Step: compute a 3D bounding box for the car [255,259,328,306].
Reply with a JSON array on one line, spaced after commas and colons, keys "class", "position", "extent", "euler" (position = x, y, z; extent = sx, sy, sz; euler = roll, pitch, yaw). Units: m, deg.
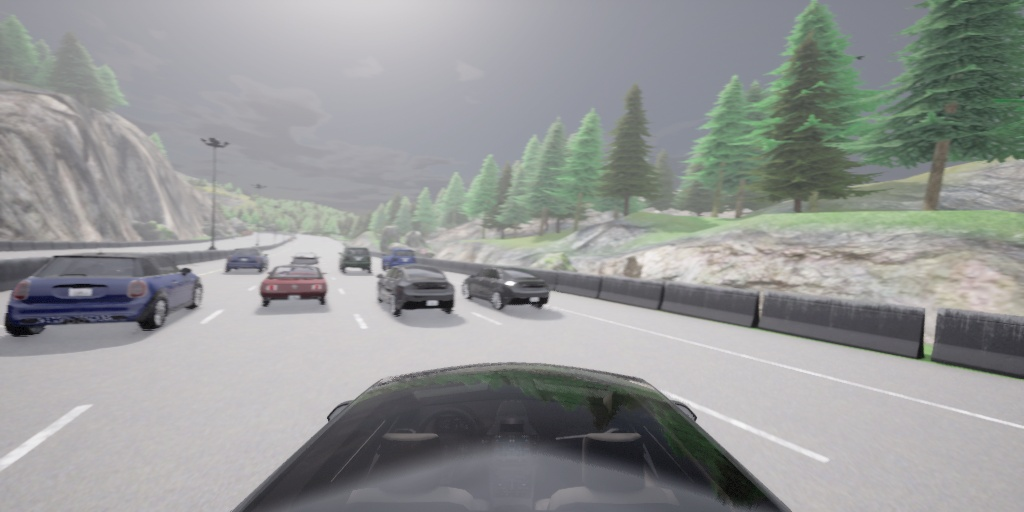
[{"class": "car", "position": [-7.878, 0.964, 13.181], "extent": [1.895, 1.301, 4.718], "euler": [2, 0, -29]}]

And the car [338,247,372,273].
[{"class": "car", "position": [-12.933, 0.279, 29.528], "extent": [2.150, 2.045, 5.566], "euler": [2, 0, -29]}]

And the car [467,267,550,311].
[{"class": "car", "position": [-0.411, 1.158, 14.151], "extent": [1.837, 1.490, 4.892], "euler": [2, 0, -29]}]

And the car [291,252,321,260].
[{"class": "car", "position": [-16.296, 0.424, 28.360], "extent": [2.128, 1.511, 4.902], "euler": [2, 0, -29]}]

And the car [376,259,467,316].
[{"class": "car", "position": [-3.450, 1.048, 12.418], "extent": [1.837, 1.490, 4.892], "euler": [2, 0, -29]}]

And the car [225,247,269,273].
[{"class": "car", "position": [-18.790, 0.203, 25.654], "extent": [2.097, 1.767, 4.553], "euler": [2, 0, -29]}]

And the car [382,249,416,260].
[{"class": "car", "position": [-9.906, 0.388, 31.282], "extent": [2.150, 2.045, 5.566], "euler": [2, 0, -29]}]

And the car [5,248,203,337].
[{"class": "car", "position": [-9.490, 0.678, 8.893], "extent": [2.097, 1.767, 4.553], "euler": [2, 0, -29]}]
